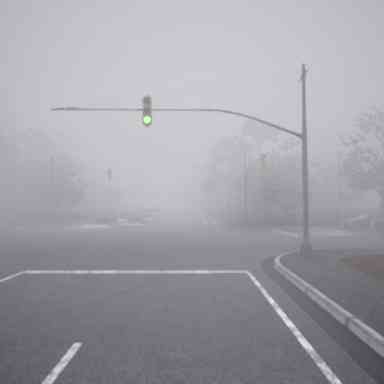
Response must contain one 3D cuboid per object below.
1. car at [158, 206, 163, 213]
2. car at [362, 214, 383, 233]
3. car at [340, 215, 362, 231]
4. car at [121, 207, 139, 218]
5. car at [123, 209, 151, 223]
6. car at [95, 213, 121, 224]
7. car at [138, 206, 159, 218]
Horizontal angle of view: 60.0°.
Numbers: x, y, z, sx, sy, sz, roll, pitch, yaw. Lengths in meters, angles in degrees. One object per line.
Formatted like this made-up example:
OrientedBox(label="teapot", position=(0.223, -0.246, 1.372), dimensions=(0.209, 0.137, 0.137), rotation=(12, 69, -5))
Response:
OrientedBox(label="car", position=(-7.054, 3.578, 69.711), dimensions=(2.033, 1.411, 5.357), rotation=(0, 0, 0))
OrientedBox(label="car", position=(16.029, 2.390, 25.121), dimensions=(4.902, 1.511, 2.128), rotation=(0, -3, -2))
OrientedBox(label="car", position=(15.202, 2.589, 28.583), dimensions=(4.674, 1.442, 1.812), rotation=(0, -3, -2))
OrientedBox(label="car", position=(-10.624, 3.591, 55.353), dimensions=(1.895, 1.301, 4.718), rotation=(0, -1, 0))
OrientedBox(label="car", position=(-7.127, 3.258, 43.478), dimensions=(2.033, 1.411, 5.357), rotation=(0, -2, 0))
OrientedBox(label="car", position=(-10.649, 3.245, 41.598), dimensions=(1.895, 1.301, 4.718), rotation=(0, -2, 1))
OrientedBox(label="car", position=(-7.127, 3.527, 54.760), dimensions=(2.033, 1.411, 5.357), rotation=(0, -1, 0))
